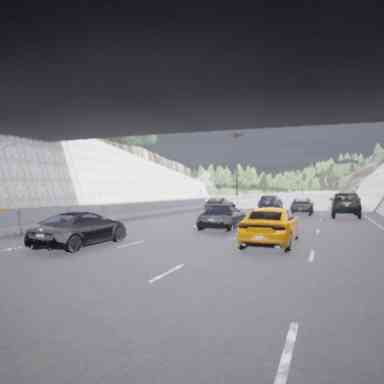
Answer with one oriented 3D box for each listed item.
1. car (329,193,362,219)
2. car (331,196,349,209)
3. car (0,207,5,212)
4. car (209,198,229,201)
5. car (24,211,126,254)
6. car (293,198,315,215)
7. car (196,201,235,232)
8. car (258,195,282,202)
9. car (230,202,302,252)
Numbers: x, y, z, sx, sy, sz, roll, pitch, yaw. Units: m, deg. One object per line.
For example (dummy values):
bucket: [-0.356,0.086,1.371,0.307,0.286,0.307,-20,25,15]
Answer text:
car: [12.680,1.057,27.523,2.150,2.045,5.566,0,1,22]
car: [18.134,1.229,40.909,1.882,1.535,5.008,0,0,22]
car: [-13.512,1.315,19.438,1.882,1.535,5.008,0,0,22]
car: [2.578,1.284,30.560,2.128,1.511,4.902,0,0,22]
car: [-4.460,1.462,13.307,1.994,1.385,4.181,0,1,22]
car: [10.204,1.297,30.718,2.128,1.511,4.902,0,0,22]
car: [1.782,1.432,19.334,1.994,1.385,4.181,0,0,22]
car: [8.425,1.122,35.636,2.097,1.767,4.553,0,1,23]
car: [3.251,1.388,13.670,1.882,1.535,5.008,0,0,22]
